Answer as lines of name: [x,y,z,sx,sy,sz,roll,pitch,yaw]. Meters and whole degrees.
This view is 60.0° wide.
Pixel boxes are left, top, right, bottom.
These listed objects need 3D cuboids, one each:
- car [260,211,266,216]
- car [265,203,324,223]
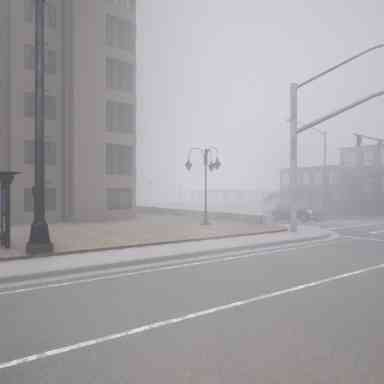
car: [8.687,2.551,35.982,1.812,1.442,4.674,0,-9,-36]
car: [9.134,1.744,29.112,2.097,1.767,4.553,1,-5,-36]
